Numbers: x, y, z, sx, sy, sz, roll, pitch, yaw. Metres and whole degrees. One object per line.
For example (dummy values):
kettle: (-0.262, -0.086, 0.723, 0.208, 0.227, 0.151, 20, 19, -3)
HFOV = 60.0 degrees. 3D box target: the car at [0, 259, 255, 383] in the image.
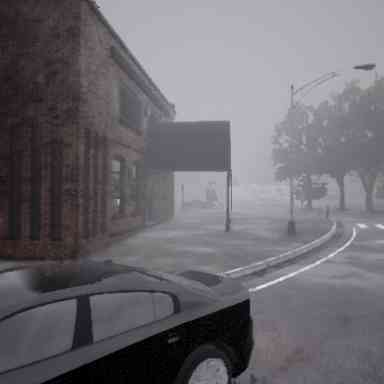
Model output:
car: (-1.552, 1.498, 3.087, 5.008, 1.535, 1.882, 0, 0, -39)

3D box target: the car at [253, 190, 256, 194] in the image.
car: (20.056, 0.883, 91.287, 4.792, 1.488, 2.163, -2, 4, -13)

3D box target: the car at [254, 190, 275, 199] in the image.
car: (19.683, 1.091, 88.355, 4.674, 1.452, 2.002, -2, 4, -13)

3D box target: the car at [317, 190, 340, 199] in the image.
car: (36.724, 1.092, 87.926, 5.008, 1.535, 2.097, 0, 4, -11)
